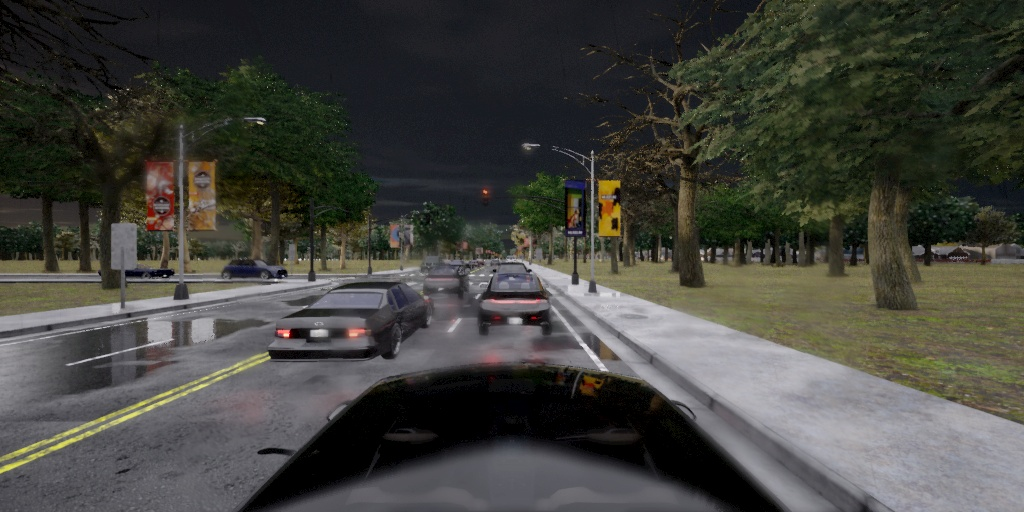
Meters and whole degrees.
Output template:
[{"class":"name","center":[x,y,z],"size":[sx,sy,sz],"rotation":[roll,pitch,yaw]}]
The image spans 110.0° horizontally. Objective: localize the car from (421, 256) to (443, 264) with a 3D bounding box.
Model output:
[{"class":"car","center":[-9.950,0.988,45.456],"size":[2.150,2.045,5.566],"rotation":[0,0,0]}]

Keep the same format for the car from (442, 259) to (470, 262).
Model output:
[{"class":"car","center":[-6.709,1.313,43.670],"size":[2.033,1.411,5.357],"rotation":[0,0,0]}]

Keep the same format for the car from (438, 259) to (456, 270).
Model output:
[{"class":"car","center":[-9.982,1.253,55.442],"size":[1.882,1.535,5.008],"rotation":[0,0,0]}]

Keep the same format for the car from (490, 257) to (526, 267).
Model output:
[{"class":"car","center":[0.017,1.106,19.391],"size":[2.097,1.767,4.553],"rotation":[0,0,0]}]

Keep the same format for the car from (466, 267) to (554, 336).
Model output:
[{"class":"car","center":[0.079,1.243,10.417],"size":[2.128,1.511,4.902],"rotation":[0,0,0]}]

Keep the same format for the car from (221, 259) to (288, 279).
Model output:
[{"class":"car","center":[-21.318,1.088,29.876],"size":[4.553,1.767,2.097],"rotation":[0,0,-1]}]

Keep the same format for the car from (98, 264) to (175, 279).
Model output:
[{"class":"car","center":[-31.092,1.324,29.840],"size":[4.718,1.301,1.895],"rotation":[0,0,0]}]

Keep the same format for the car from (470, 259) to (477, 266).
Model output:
[{"class":"car","center":[-6.729,1.374,53.259],"size":[1.895,1.301,4.718],"rotation":[0,0,0]}]

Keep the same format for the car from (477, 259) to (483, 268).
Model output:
[{"class":"car","center":[-6.724,1.349,63.270],"size":[1.994,1.385,4.181],"rotation":[0,0,1]}]

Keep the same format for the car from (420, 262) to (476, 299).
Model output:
[{"class":"car","center":[-3.181,1.245,18.051],"size":[2.128,1.511,4.902],"rotation":[0,0,-2]}]

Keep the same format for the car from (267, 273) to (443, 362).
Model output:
[{"class":"car","center":[-3.157,1.298,8.304],"size":[2.033,1.411,5.357],"rotation":[0,0,-1]}]
